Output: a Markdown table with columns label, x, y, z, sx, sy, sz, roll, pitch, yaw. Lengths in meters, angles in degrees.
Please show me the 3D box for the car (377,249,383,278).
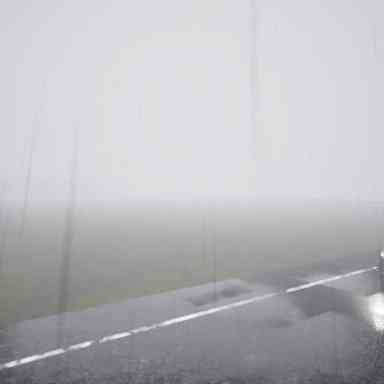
| label | x | y | z | sx | sy | sz | roll | pitch | yaw |
| --- | --- | --- | --- | --- | --- | --- | --- | --- | --- |
| car | 6.786 | 1.532 | 8.824 | 4.674 | 1.442 | 1.812 | 0 | 0 | -35 |
